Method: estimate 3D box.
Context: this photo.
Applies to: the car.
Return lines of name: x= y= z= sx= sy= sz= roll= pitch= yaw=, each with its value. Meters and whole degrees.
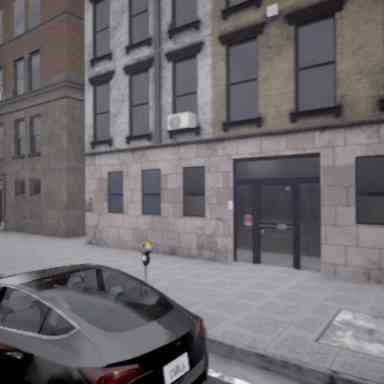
car: x=-1.825 y=1.591 z=4.114 sx=4.313 sy=1.339 sz=1.947 roll=0 pitch=0 yaw=36
